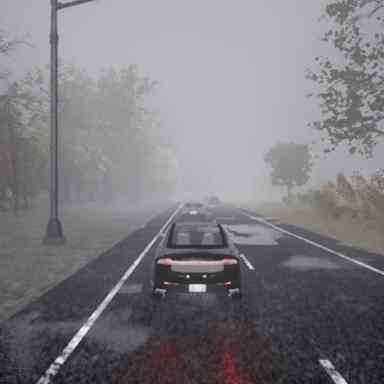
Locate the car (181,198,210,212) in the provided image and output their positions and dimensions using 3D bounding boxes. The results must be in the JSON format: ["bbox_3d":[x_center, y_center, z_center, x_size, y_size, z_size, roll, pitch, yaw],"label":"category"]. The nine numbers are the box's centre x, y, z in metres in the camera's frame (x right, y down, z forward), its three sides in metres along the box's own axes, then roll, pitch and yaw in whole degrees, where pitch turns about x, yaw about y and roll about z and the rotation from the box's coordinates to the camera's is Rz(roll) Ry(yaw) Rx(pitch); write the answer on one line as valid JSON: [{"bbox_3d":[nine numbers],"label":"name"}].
[{"bbox_3d":[0.101,1.500,26.643,2.033,1.411,5.357,0,0,0],"label":"car"}]

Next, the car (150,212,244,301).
[{"bbox_3d":[0.100,1.477,8.292,2.128,1.511,4.902,0,0,0],"label":"car"}]

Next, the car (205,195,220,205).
[{"bbox_3d":[3.608,1.382,55.324,1.882,1.535,5.008,0,0,0],"label":"car"}]
